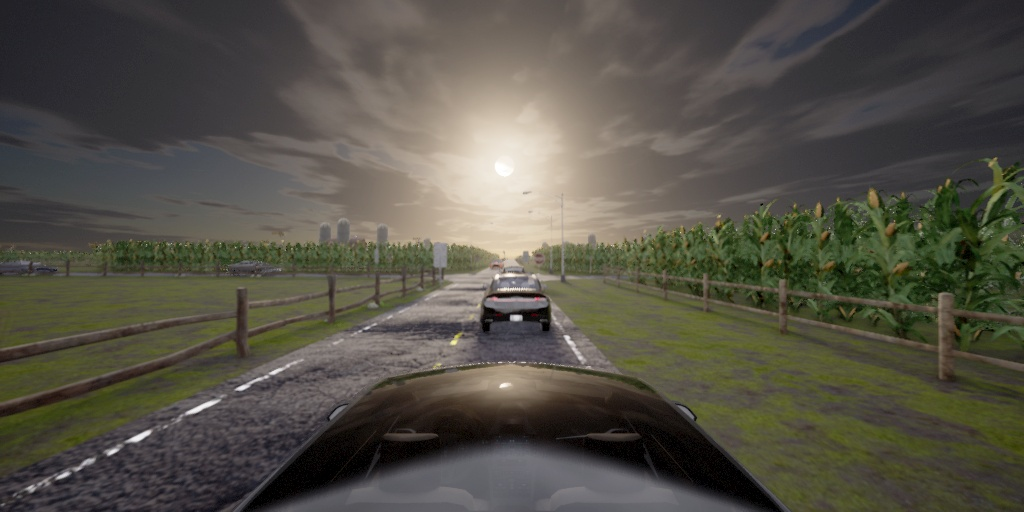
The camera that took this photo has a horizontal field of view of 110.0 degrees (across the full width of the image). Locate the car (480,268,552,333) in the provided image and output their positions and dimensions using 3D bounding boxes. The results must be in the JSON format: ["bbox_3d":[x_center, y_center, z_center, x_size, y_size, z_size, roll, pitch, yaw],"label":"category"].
[{"bbox_3d":[0.106,1.292,11.004,2.128,1.511,4.902,0,-1,0],"label":"car"}]

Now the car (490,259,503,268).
[{"bbox_3d":[-2.758,1.414,64.043,2.097,1.767,4.553,0,0,1],"label":"car"}]

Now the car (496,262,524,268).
[{"bbox_3d":[0.155,1.375,23.722,1.837,1.490,4.892,0,0,1],"label":"car"}]

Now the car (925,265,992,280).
[{"bbox_3d":[48.327,1.822,38.895,4.892,1.490,1.837,1,-1,1],"label":"car"}]

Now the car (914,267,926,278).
[{"bbox_3d":[43.616,1.726,36.138,4.902,1.511,2.128,0,-1,1],"label":"car"}]

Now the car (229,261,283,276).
[{"bbox_3d":[-26.230,1.270,36.830,4.902,1.511,2.128,0,-1,1],"label":"car"}]

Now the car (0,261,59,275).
[{"bbox_3d":[-50.551,1.212,37.174,5.357,1.411,2.033,0,-1,1],"label":"car"}]
